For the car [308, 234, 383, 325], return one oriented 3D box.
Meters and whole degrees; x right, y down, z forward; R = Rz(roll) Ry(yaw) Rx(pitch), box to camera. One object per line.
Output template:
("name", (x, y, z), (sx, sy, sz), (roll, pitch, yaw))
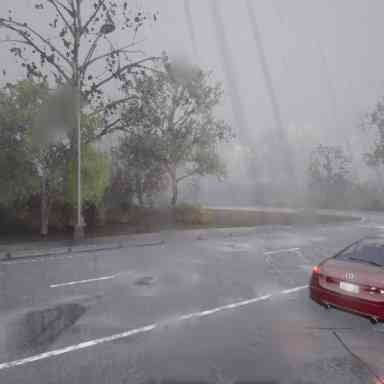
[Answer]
("car", (4.275, 1.564, 6.717), (4.181, 1.385, 1.994), (0, 0, -35))
